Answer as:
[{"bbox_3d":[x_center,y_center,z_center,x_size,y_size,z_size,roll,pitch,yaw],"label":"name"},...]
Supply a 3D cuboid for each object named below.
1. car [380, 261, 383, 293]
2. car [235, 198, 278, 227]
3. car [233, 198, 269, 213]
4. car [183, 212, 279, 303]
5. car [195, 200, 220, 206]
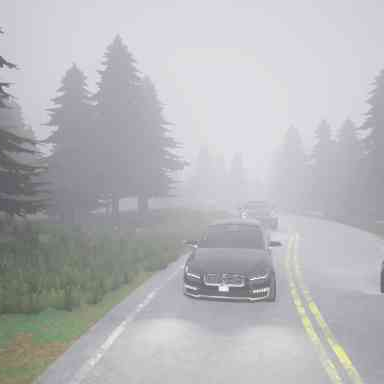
[{"bbox_3d":[4.497,1.308,4.646,2.097,1.767,4.553,-1,0,8],"label":"car"},{"bbox_3d":[3.891,1.270,20.369,2.097,1.767,4.553,-1,0,5],"label":"car"},{"bbox_3d":[6.229,1.410,35.736,1.837,1.490,4.892,2,-1,-16],"label":"car"},{"bbox_3d":[1.097,1.496,8.418,1.837,1.490,4.892,-1,0,12],"label":"car"},{"bbox_3d":[1.952,1.799,44.865,1.812,1.442,4.674,3,-5,-35],"label":"car"}]
